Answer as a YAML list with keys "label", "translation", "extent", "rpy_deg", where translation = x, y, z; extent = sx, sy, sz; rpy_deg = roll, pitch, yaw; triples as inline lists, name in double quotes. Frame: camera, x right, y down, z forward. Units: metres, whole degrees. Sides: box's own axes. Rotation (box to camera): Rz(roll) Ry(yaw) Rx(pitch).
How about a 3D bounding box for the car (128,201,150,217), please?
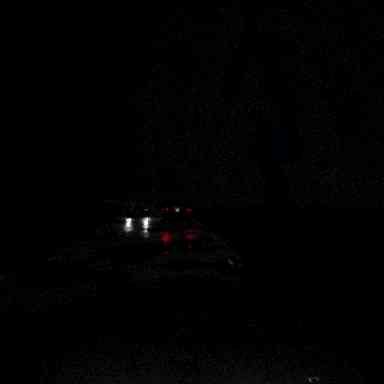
- label: "car"
  translation: [-5.199, 1.582, 32.559]
  extent: [1.882, 1.535, 5.008]
  rpy_deg: [0, -1, -7]

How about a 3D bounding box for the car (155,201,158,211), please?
- label: "car"
  translation: [-3.683, 1.622, 42.856]
  extent: [1.882, 1.535, 5.008]
  rpy_deg: [0, 0, -9]

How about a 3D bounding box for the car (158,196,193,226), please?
- label: "car"
  translation: [-1.200, 1.277, 24.361]
  extent: [2.150, 2.045, 5.566]
  rpy_deg: [0, 0, -5]
